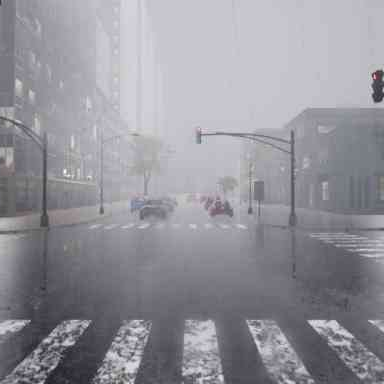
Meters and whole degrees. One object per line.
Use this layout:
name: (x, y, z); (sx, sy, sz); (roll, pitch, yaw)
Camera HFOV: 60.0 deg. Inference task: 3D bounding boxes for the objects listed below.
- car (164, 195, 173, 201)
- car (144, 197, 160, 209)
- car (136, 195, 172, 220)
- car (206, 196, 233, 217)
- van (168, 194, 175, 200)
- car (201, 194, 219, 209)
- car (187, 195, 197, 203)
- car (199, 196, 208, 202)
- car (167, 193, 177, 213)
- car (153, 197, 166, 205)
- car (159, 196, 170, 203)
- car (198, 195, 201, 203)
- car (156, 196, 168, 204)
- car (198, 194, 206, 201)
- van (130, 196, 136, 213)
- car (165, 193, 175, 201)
car: (-5.752, 1.556, 82.065); (2.008, 1.369, 4.403); (1, 0, 0)
car: (-5.720, 1.530, 47.851); (1.752, 1.417, 4.829); (1, 0, 0)
car: (-3.125, 1.356, 28.161); (2.097, 1.767, 4.553); (0, 0, 0)
car: (2.677, 1.444, 31.045); (1.967, 1.590, 4.097); (1, 0, 0)
van: (-5.758, 1.347, 93.413); (1.690, 1.788, 3.998); (1, 0, 0)
car: (2.669, 1.320, 42.393); (2.192, 1.841, 5.009); (1, 0, 0)
car: (0.037, 1.357, 69.622); (2.097, 1.767, 4.553); (0, 0, 0)
car: (2.633, 1.571, 76.437); (1.947, 1.339, 4.313); (1, 0, 0)
car: (-3.132, 1.357, 37.767); (2.097, 1.767, 4.553); (0, 0, 0)
car: (-5.732, 1.587, 59.369); (1.802, 1.307, 4.206); (1, 0, 0)
car: (-5.742, 1.571, 70.717); (1.947, 1.339, 4.313); (1, 0, 0)
car: (2.648, 1.320, 65.089); (2.192, 1.841, 5.009); (1, 0, 0)
car: (-5.737, 1.571, 65.043); (1.947, 1.339, 4.313); (1, 0, 0)
car: (2.624, 1.446, 87.785); (1.967, 1.590, 4.097); (1, 0, 0)
van: (-5.707, 1.345, 36.673); (1.690, 1.788, 3.998); (1, 0, 0)
car: (-5.753, 1.321, 87.739); (2.192, 1.841, 5.009); (1, 0, 0)
